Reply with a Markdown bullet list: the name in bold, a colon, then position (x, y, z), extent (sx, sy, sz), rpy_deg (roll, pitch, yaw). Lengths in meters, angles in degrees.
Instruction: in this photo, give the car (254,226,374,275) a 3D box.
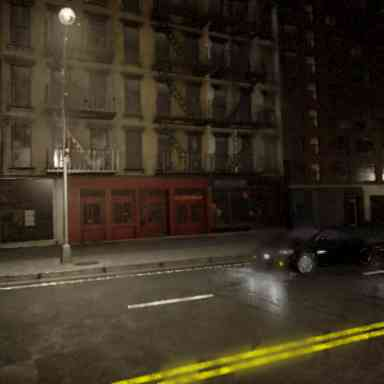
- **car**: position (4.282, 1.917, 11.717), extent (4.181, 1.385, 1.994), rpy_deg (0, -2, -23)
